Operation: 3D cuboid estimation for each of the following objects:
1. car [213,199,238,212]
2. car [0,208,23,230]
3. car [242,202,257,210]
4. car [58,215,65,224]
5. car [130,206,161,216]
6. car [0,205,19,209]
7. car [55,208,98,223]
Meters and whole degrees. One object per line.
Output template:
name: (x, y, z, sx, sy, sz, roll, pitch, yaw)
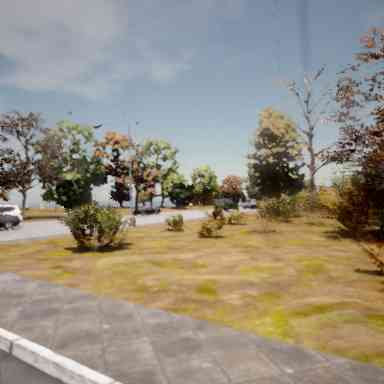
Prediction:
car: (5.336, 2.059, 52.419, 2.150, 2.045, 5.566, -3, -2, 33)
car: (-15.953, 2.332, 25.807, 2.128, 1.511, 4.902, -3, -2, 34)
car: (11.004, 2.533, 61.312, 1.895, 1.301, 4.718, -3, -2, 33)
car: (-10.925, 2.209, 33.477, 2.097, 1.767, 4.553, -3, -2, 32)
car: (-6.521, 2.677, 46.984, 1.895, 1.301, 4.718, -3, -2, 32)
car: (-17.874, 2.219, 29.199, 2.150, 2.045, 5.566, -3, -2, 33)
car: (-12.769, 2.583, 37.067, 1.994, 1.385, 4.181, -3, -2, 33)
